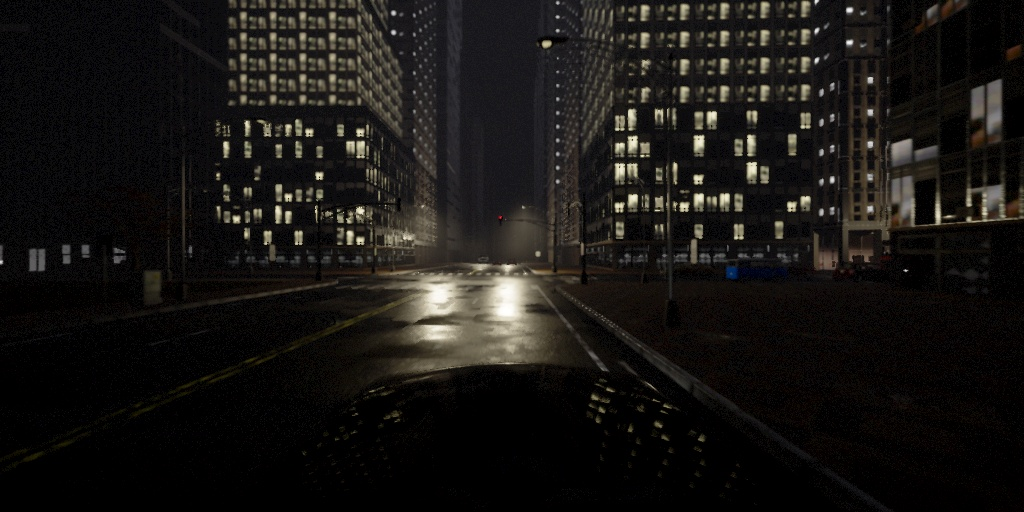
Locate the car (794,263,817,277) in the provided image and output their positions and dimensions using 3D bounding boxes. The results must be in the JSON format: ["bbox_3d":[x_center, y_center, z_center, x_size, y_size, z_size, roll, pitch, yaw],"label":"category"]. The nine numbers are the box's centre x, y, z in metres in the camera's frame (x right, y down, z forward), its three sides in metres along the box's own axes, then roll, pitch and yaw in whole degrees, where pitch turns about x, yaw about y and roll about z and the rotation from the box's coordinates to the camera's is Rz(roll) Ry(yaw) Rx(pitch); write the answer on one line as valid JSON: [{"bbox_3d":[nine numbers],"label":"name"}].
[{"bbox_3d":[26.928,1.344,34.642,4.207,1.307,1.802,0,0,2],"label":"car"}]

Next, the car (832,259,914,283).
[{"bbox_3d":[26.641,1.212,26.767,4.097,1.591,1.967,0,0,2],"label":"car"}]

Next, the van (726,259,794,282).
[{"bbox_3d":[18.363,1.108,26.956,3.998,1.789,1.690,0,0,2],"label":"van"}]

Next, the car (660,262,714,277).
[{"bbox_3d":[17.094,1.281,35.128,4.829,1.417,1.751,0,0,2],"label":"car"}]

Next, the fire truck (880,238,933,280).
[{"bbox_3d":[37.983,0.108,31.681,8.468,3.827,2.891,0,0,2],"label":"fire truck"}]
